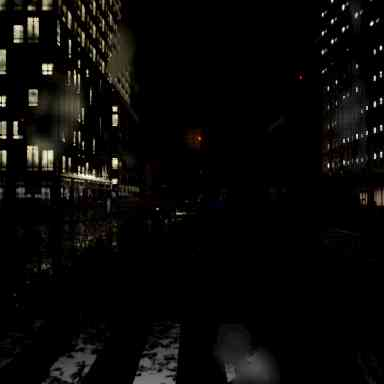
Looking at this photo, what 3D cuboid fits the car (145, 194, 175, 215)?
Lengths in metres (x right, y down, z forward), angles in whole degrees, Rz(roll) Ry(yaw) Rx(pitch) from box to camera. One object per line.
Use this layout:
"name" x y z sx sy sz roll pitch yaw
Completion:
"car" -3.182 1.222 33.613 2.150 2.045 5.566 0 0 0

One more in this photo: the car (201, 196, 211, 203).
"car" 2.792 1.542 69.151 1.887 1.381 4.507 0 0 0

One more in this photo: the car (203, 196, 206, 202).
"car" 2.672 1.544 41.458 1.887 1.381 4.507 0 0 0

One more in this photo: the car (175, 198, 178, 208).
"car" -3.131 1.525 43.391 1.812 1.442 4.674 0 0 0

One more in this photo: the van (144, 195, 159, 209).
"van" -5.702 1.341 47.037 1.690 1.788 3.998 0 0 0

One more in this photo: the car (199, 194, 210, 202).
"car" 2.821 1.312 74.691 2.192 1.841 5.009 0 0 0

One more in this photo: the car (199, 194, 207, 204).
"car" 2.764 1.313 63.612 2.192 1.841 5.009 0 0 0

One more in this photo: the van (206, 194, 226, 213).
"van" 2.735 1.341 35.919 1.690 1.788 3.998 0 0 0

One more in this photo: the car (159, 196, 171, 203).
"car" -5.589 1.548 69.193 2.008 1.369 4.403 0 0 0

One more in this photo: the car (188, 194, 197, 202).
"car" 0.118 1.352 72.843 2.097 1.767 4.553 0 0 0

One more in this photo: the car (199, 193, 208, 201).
"car" 2.879 1.310 85.769 2.192 1.841 5.009 0 0 0

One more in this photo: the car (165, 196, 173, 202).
"car" -5.531 1.578 80.273 1.802 1.307 4.206 0 0 0

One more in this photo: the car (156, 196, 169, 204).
"car" -5.617 1.564 63.655 1.947 1.339 4.313 0 0 0
